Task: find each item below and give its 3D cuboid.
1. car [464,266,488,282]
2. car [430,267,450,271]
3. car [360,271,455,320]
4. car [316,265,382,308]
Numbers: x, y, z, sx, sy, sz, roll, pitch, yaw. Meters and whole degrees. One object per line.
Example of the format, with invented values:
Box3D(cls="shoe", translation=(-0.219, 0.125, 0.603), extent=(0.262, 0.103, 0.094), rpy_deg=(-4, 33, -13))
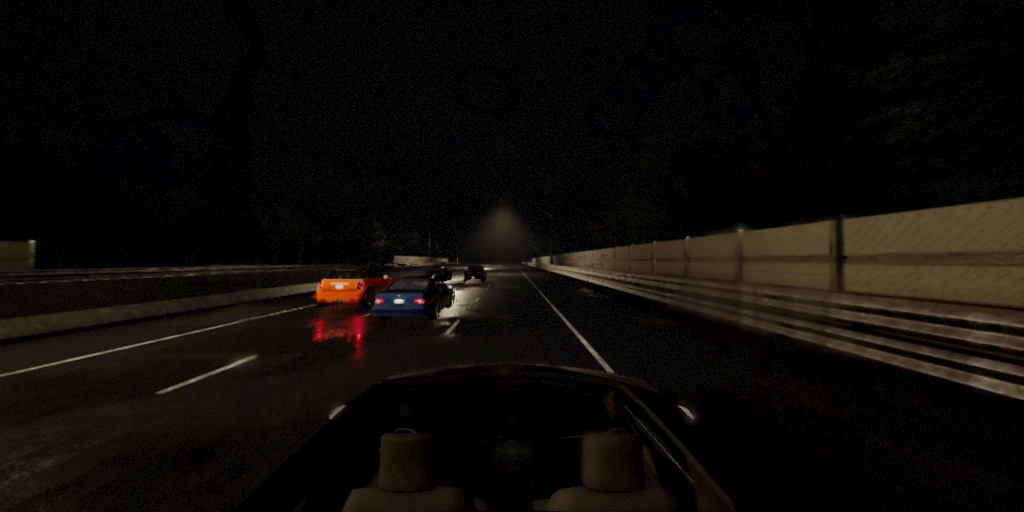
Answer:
Box3D(cls="car", translation=(-3.404, 1.644, 33.844), extent=(1.837, 1.490, 4.892), rpy_deg=(0, -1, 0))
Box3D(cls="car", translation=(-6.903, 1.706, 34.120), extent=(1.994, 1.385, 4.181), rpy_deg=(0, -1, 0))
Box3D(cls="car", translation=(-3.402, 1.438, 13.282), extent=(2.033, 1.411, 5.357), rpy_deg=(0, -1, 0))
Box3D(cls="car", translation=(-6.902, 1.280, 16.469), extent=(2.097, 1.767, 4.553), rpy_deg=(0, -1, 0))
